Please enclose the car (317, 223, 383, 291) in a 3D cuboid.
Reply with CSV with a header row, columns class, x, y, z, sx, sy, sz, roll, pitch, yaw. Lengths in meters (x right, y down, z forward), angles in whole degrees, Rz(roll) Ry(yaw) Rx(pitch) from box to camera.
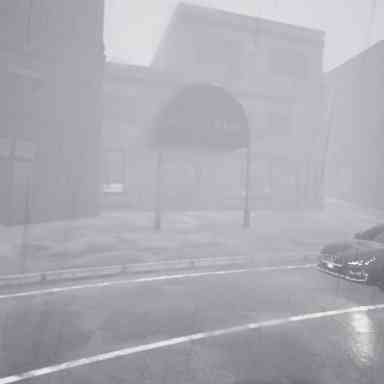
class,x,y,z,sx,sy,sz,roll,pitch,yaw
car,5.630,1.515,8.605,4.892,1.490,1.837,0,0,-16
